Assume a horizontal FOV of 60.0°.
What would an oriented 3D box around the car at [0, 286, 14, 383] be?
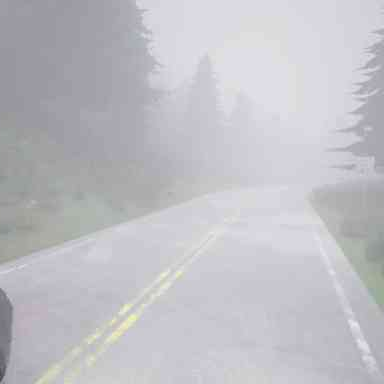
[{"bbox_3d":[-2.662,1.329,1.147,1.837,1.490,4.892,1,5,3],"label":"car"}]
